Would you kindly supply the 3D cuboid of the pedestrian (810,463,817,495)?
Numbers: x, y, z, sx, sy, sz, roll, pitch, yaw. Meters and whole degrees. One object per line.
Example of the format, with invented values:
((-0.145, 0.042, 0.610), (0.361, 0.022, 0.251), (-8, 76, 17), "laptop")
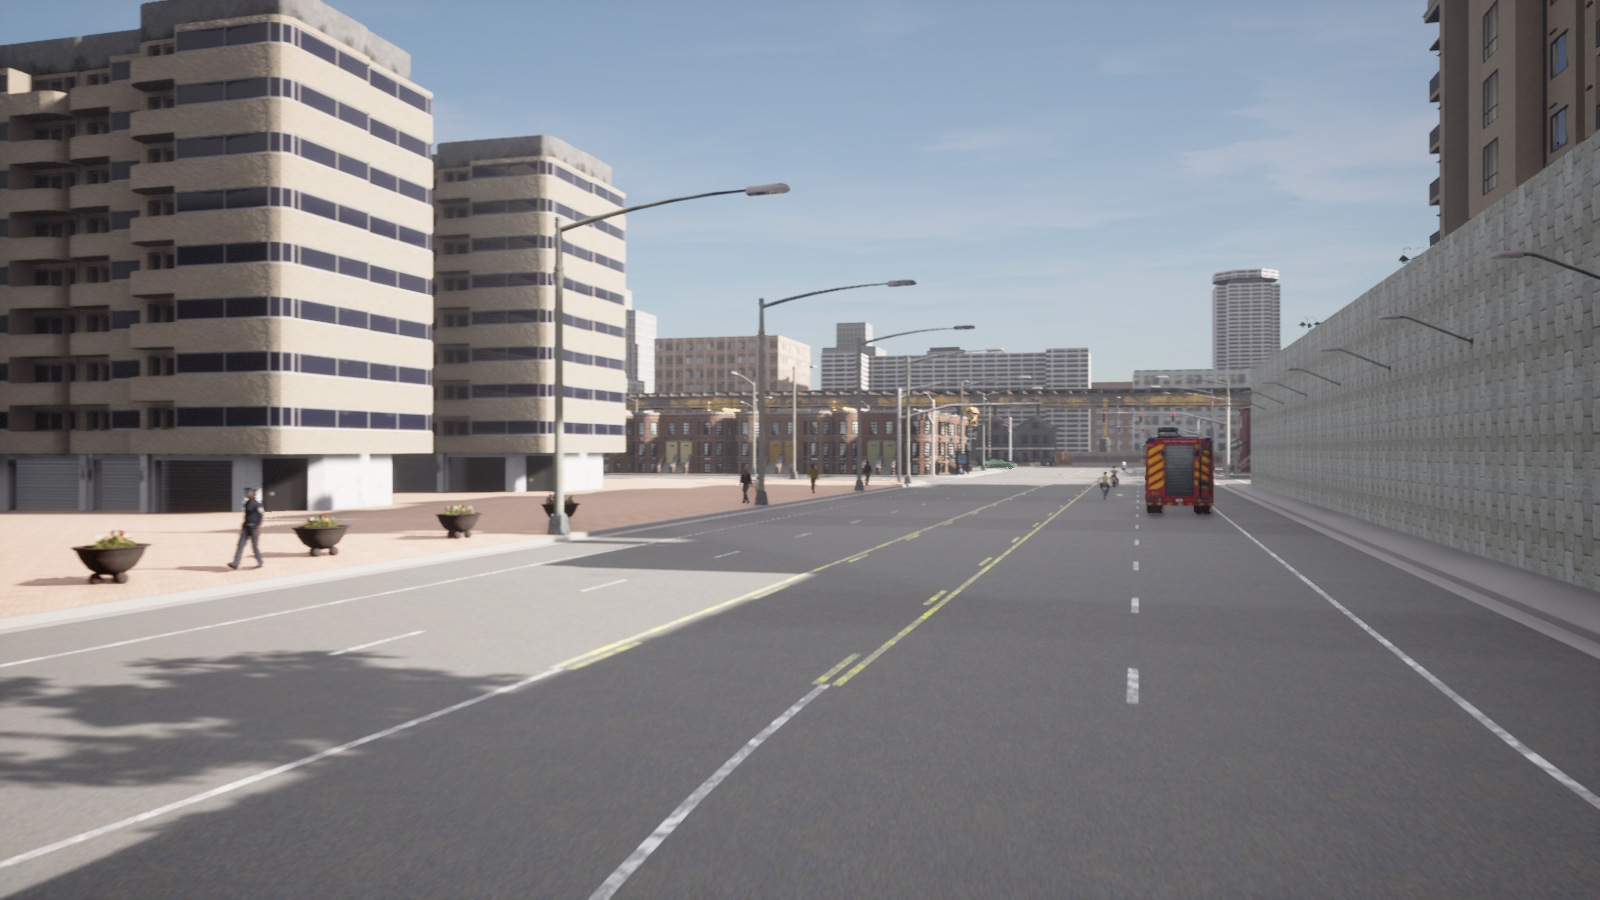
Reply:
((0.792, 1.694, 67.276), (0.375, 1.860, 0.375), (0, 0, 13), "pedestrian")

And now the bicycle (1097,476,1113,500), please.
((17.220, 2.148, 64.478), (0.859, 1.301, 1.487), (0, 0, 17), "bicycle")

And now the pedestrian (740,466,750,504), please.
((-2.656, 1.695, 55.361), (0.375, 1.860, 0.375), (0, 0, 20), "pedestrian")

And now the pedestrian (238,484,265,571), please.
((-11.984, 1.690, 24.978), (0.375, 1.860, 0.375), (0, 0, 16), "pedestrian")

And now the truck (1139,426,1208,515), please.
((17.501, 0.894, 53.954), (2.891, 3.827, 8.468), (0, 0, 17), "truck")

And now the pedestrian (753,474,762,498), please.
((-2.302, 1.986, 62.478), (0.375, 1.300, 0.375), (0, 0, 19), "pedestrian")
